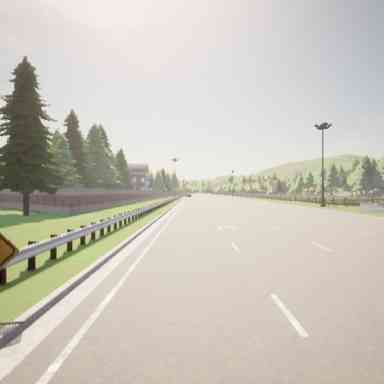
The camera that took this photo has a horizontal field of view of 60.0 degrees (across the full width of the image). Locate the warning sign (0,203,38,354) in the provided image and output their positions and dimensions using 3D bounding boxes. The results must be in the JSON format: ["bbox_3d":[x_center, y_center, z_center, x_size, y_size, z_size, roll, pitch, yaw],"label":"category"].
[{"bbox_3d":[-3.050,1.099,4.649,1.300,1.860,1.060,0,0,0],"label":"warning sign"}]
